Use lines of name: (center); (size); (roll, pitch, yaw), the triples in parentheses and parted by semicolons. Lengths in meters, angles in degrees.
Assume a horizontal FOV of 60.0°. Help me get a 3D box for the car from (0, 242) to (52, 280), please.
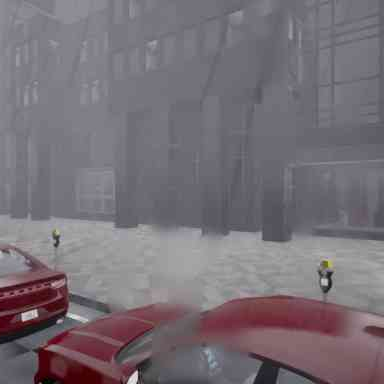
car: (-4.027, 1.545, 5.826); (4.507, 1.381, 1.887); (0, 0, 35)

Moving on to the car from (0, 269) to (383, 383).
car: (0.564, 1.545, 2.557); (4.507, 1.381, 1.887); (0, 0, 35)
